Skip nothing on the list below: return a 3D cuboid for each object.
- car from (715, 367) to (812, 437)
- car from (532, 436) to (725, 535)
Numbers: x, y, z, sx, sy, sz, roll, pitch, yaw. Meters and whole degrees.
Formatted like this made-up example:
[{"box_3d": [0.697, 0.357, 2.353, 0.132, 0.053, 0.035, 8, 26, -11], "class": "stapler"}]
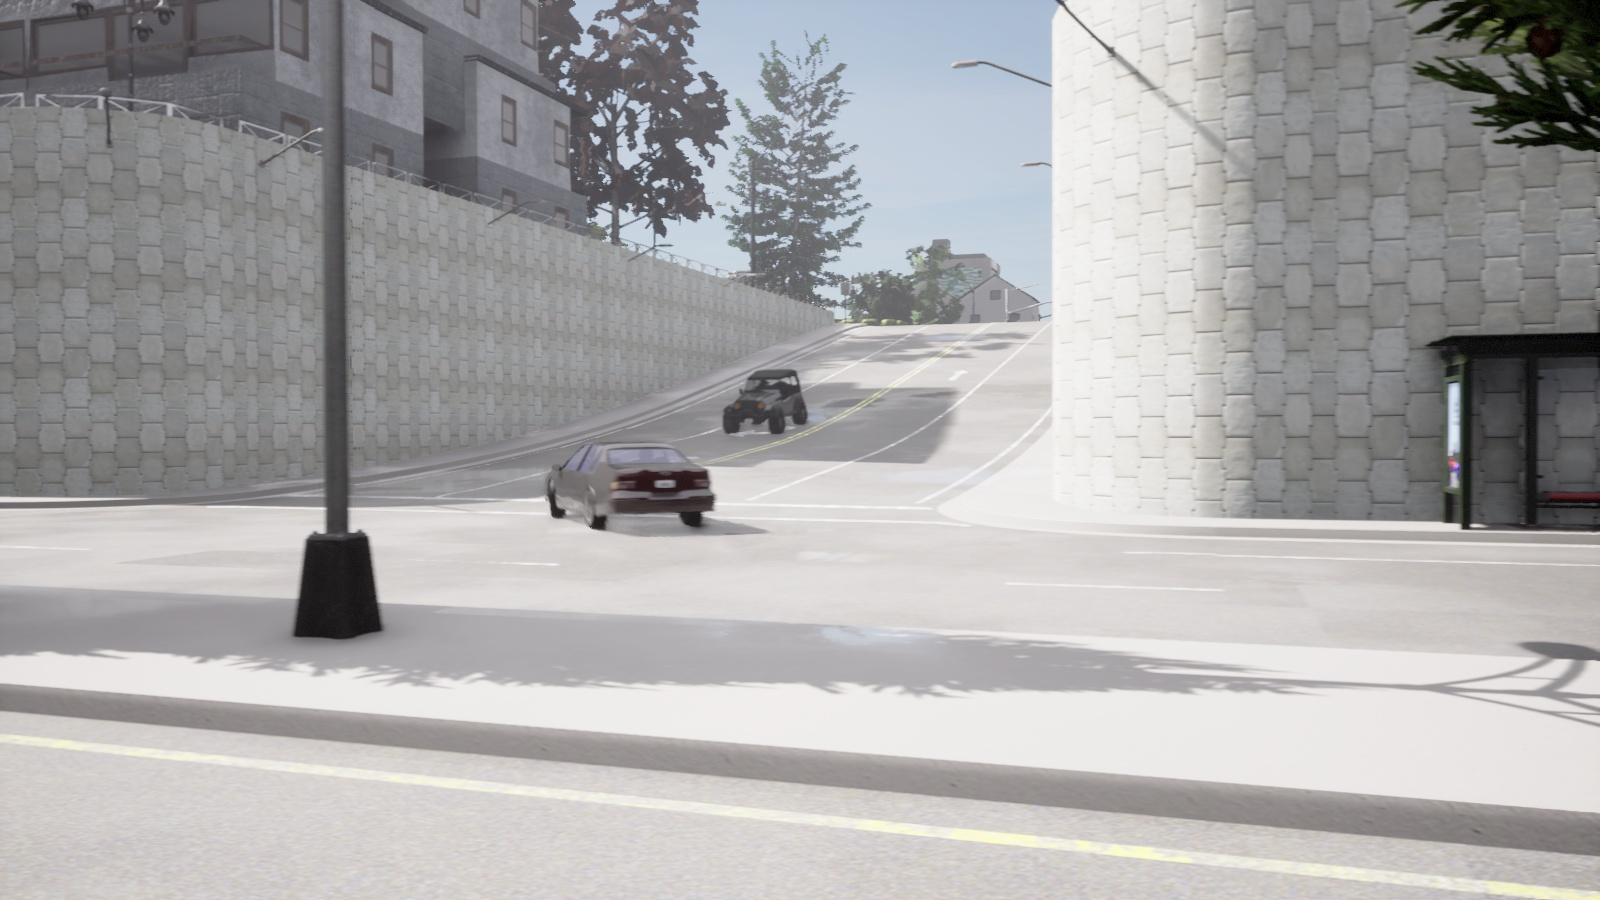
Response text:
[{"box_3d": [-1.152, -1.637, 41.634, 1.905, 1.878, 3.866, 1, 9, 19], "class": "car"}, {"box_3d": [-3.083, 0.495, 21.372, 2.033, 1.411, 5.357, 0, 1, -22], "class": "car"}]
